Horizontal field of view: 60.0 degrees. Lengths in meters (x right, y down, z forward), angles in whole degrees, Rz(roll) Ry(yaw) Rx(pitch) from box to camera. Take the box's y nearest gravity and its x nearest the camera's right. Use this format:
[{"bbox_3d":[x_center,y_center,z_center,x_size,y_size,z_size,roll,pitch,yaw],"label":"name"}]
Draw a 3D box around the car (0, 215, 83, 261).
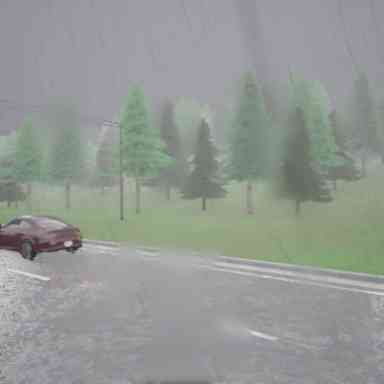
[{"bbox_3d":[-6.053,1.591,12.601,4.674,1.442,1.812,0,0,36],"label":"car"}]
